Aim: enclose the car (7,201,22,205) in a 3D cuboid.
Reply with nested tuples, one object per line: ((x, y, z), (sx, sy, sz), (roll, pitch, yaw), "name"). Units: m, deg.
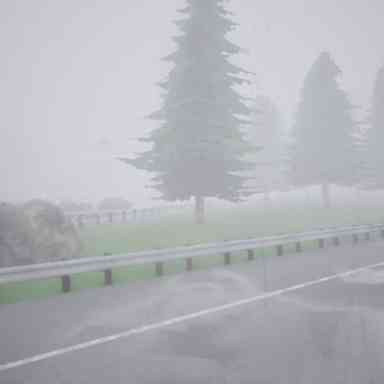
((-18.439, 1.614, 33.532), (2.033, 1.411, 5.357), (0, 0, 22), "car")

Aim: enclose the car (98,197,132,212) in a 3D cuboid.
((-8.874, 1.340, 38.800), (2.097, 1.767, 4.553), (0, 0, 21), "car")

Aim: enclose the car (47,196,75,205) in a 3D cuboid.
((-23.758, 1.529, 60.538), (1.882, 1.535, 5.008), (0, 0, 17), "car")

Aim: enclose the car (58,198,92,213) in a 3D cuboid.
((-13.262, 1.624, 36.989), (1.895, 1.301, 4.718), (0, 0, 21), "car")

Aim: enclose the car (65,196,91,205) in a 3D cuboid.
((-20.353, 1.506, 59.744), (1.882, 1.535, 5.008), (0, 0, 17), "car")
